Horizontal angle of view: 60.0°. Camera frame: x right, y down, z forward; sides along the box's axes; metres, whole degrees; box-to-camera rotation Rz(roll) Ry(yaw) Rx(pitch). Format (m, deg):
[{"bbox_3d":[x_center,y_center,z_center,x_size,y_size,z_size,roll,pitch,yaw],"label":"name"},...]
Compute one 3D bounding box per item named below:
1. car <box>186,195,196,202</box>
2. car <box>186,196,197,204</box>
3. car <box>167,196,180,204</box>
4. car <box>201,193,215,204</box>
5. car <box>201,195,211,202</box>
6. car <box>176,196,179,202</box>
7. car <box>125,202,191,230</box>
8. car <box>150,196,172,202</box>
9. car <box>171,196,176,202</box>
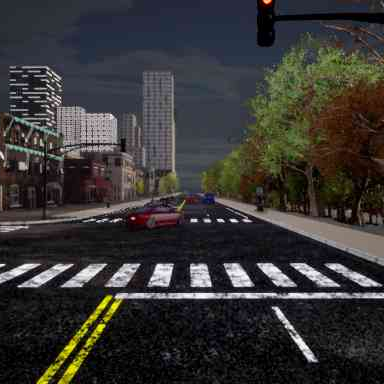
[{"bbox_3d":[-0.189,1.511,74.473,2.033,1.411,5.357,0,0,0],"label":"car"},{"bbox_3d":[-0.059,1.540,64.485,1.994,1.385,4.181,0,0,-1],"label":"car"},{"bbox_3d":[-3.456,1.468,63.562,2.128,1.511,4.902,0,0,1],"label":"car"},{"bbox_3d":[3.187,1.198,63.834,2.150,2.045,5.566,0,0,0],"label":"car"},{"bbox_3d":[3.057,1.448,74.409,1.882,1.535,5.008,0,0,0],"label":"car"},{"bbox_3d":[-3.467,1.486,53.172,1.837,1.490,4.892,0,0,0],"label":"car"},{"bbox_3d":[-2.273,1.558,21.523,1.994,1.385,4.181,0,0,40],"label":"car"},{"bbox_3d":[-3.429,1.481,32.982,2.128,1.511,4.902,0,0,0],"label":"car"},{"bbox_3d":[-3.449,1.490,43.032,1.837,1.490,4.892,0,0,0],"label":"car"}]
